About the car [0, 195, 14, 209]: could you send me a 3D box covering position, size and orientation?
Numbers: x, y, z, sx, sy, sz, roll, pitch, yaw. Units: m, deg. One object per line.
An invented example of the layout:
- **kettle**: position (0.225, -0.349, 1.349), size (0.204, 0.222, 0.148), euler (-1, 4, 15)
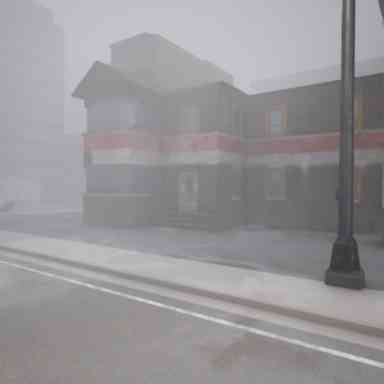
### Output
- **car**: position (-17.753, 0.891, 28.381), size (1.853, 1.218, 4.536), euler (1, 0, 15)

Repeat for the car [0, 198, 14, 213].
- **car**: position (-17.768, 1.049, 28.332), size (2.038, 1.542, 4.974), euler (1, 0, 15)
